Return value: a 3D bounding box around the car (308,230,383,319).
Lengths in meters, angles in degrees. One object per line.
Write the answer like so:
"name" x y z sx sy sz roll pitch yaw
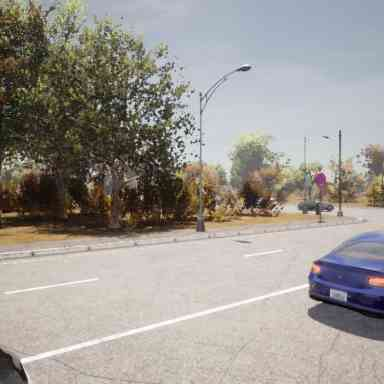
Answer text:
"car" 4.276 1.526 6.801 4.674 1.442 1.812 0 0 -36

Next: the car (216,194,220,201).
"car" 3.987 1.459 56.270 1.812 1.442 4.674 0 1 -32

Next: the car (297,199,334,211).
"car" 14.616 1.564 39.447 1.994 1.385 4.181 0 0 -32

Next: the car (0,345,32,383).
"car" -3.324 1.492 1.375 4.902 1.511 2.128 0 0 -35
